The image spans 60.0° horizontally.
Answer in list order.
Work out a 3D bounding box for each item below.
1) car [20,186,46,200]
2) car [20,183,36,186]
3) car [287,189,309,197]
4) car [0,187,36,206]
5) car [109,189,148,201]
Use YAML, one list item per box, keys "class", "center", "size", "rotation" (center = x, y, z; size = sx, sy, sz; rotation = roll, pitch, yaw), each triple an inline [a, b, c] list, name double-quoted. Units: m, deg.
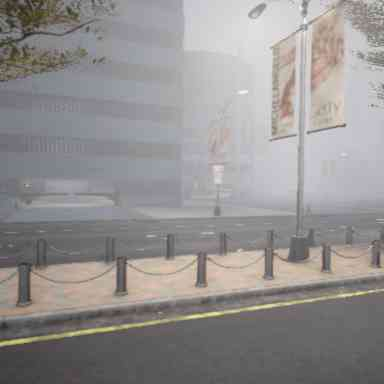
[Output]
- class: "car"
  center: [-20.903, 0.287, 41.097]
  size: [4.718, 1.301, 1.895]
  rotation: [0, 1, -21]
- class: "car"
  center: [-28.414, -0.613, 58.004]
  size: [5.566, 2.045, 2.435]
  rotation: [0, 1, -21]
- class: "car"
  center: [23.511, 0.185, 73.923]
  size: [1.882, 1.535, 5.008]
  rotation: [0, 2, -35]
- class: "car"
  center: [-17.062, 0.525, 30.146]
  size: [4.786, 1.482, 2.161]
  rotation: [0, 1, -21]
- class: "car"
  center: [-7.204, 0.385, 38.426]
  size: [4.674, 1.452, 2.002]
  rotation: [0, 1, -21]
